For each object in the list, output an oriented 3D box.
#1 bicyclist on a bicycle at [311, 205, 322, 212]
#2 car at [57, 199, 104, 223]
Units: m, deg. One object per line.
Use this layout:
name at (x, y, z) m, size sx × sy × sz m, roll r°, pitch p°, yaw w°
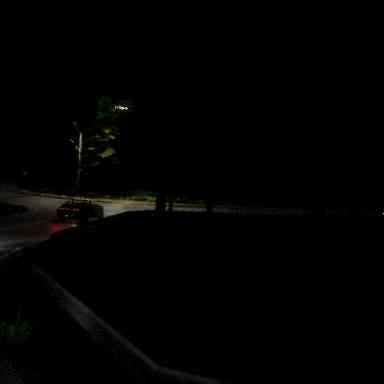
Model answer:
bicyclist on a bicycle at (13.039, 2.065, 34.397) m, size 0.582 × 1.620 × 1.656 m, roll 3°, pitch 35°, yaw -24°
car at (-7.966, 1.286, 24.244) m, size 2.128 × 1.511 × 4.902 m, roll 5°, pitch 2°, yaw 6°
